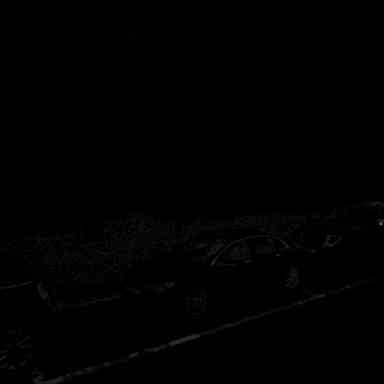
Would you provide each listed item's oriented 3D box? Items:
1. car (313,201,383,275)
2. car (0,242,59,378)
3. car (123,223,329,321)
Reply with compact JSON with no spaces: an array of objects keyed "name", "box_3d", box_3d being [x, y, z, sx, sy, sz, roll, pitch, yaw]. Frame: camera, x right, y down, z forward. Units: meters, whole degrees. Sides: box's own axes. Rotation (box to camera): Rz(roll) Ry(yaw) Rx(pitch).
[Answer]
[{"name":"car","box_3d":[5.258,1.246,10.402,5.009,1.841,2.192,0,0,-36]},{"name":"car","box_3d":[-3.872,1.447,3.885,4.097,1.590,1.967,0,0,-36]},{"name":"car","box_3d":[0.694,1.520,7.144,4.403,1.369,2.008,0,0,-36]}]
